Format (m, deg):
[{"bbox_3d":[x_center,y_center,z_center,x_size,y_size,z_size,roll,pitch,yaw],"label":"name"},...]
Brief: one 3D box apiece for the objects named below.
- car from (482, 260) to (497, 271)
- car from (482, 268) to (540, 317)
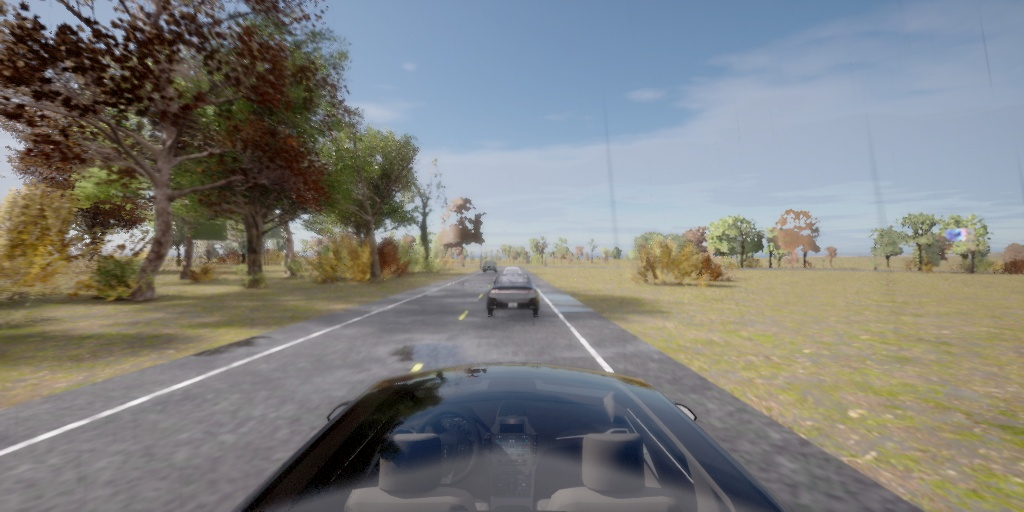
[{"bbox_3d":[-3.564,1.713,58.356,2.150,2.045,5.566,0,-1,0],"label":"car"},{"bbox_3d":[0.046,1.407,14.038,2.128,1.511,4.902,0,-1,0],"label":"car"}]
